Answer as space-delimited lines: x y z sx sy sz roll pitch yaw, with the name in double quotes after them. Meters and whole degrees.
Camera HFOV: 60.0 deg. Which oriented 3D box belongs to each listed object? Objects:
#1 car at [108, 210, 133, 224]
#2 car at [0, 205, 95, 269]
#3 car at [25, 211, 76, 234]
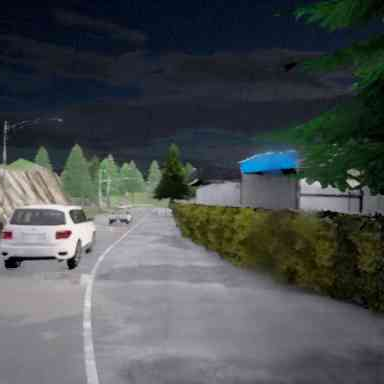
-7.053 2.471 33.301 1.895 1.301 4.718 1 -2 -5 "car"
-5.018 1.495 12.345 2.150 2.045 5.566 1 -2 -8 "car"
-9.930 2.110 23.769 1.895 1.301 4.718 1 -2 -5 "car"
